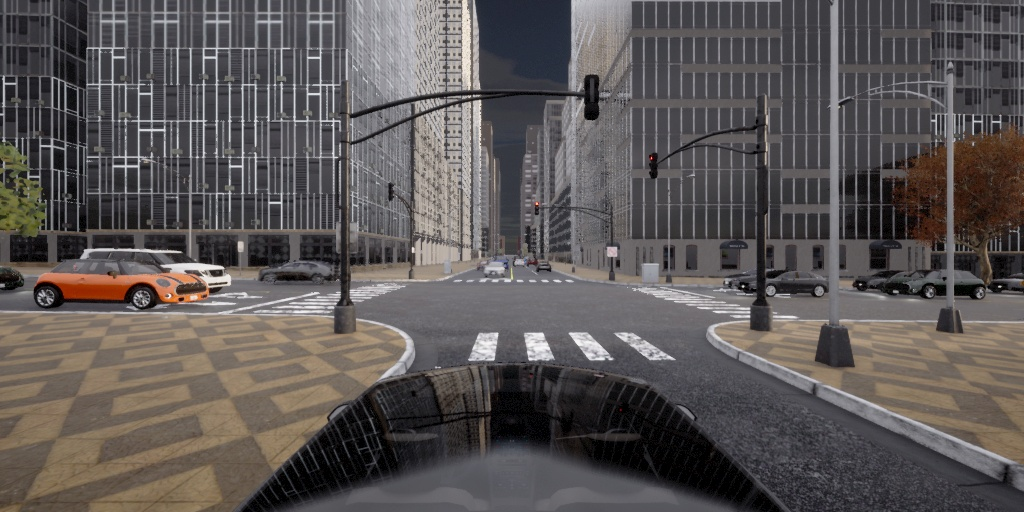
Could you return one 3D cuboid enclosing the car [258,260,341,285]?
[{"bbox_3d":[-13.322,1.019,22.793,4.902,1.511,2.128,1,0,-3],"label":"car"}]

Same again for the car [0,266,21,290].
[{"bbox_3d":[-24.623,0.675,15.615,4.553,1.767,2.097,1,0,-3],"label":"car"}]

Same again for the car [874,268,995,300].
[{"bbox_3d":[24.979,1.576,21.337,4.553,1.767,2.097,1,0,-3],"label":"car"}]

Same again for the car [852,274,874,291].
[{"bbox_3d":[26.281,1.751,24.651,4.892,1.490,1.837,1,0,-3],"label":"car"}]

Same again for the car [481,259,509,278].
[{"bbox_3d":[-1.559,1.294,34.214,1.812,1.442,4.674,0,0,2],"label":"car"}]

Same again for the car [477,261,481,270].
[{"bbox_3d":[-4.001,1.343,50.833,1.802,1.307,4.207,0,0,0],"label":"car"}]

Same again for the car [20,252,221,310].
[{"bbox_3d":[-13.727,0.876,12.856,4.553,1.767,2.097,1,0,-3],"label":"car"}]

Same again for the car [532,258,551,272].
[{"bbox_3d":[3.949,1.329,45.336,1.948,1.339,4.313,0,0,0],"label":"car"}]

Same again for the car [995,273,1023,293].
[{"bbox_3d":[36.439,1.933,25.108,4.892,1.490,1.837,1,0,-2],"label":"car"}]

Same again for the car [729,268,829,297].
[{"bbox_3d":[15.808,1.564,20.930,4.892,1.490,1.837,1,0,-4],"label":"car"}]

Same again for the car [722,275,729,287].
[{"bbox_3d":[16.897,1.570,24.223,4.902,1.511,2.128,1,0,-3],"label":"car"}]

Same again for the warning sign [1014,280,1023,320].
[{"bbox_3d":[17.279,1.204,11.527,1.060,1.860,1.300,0,0,-3],"label":"warning sign"}]

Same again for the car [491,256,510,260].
[{"bbox_3d":[-1.531,0.984,50.814,2.150,2.045,5.566,0,0,0],"label":"car"}]

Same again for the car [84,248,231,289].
[{"bbox_3d":[-15.928,0.704,16.009,5.566,2.045,2.150,1,0,-3],"label":"car"}]
